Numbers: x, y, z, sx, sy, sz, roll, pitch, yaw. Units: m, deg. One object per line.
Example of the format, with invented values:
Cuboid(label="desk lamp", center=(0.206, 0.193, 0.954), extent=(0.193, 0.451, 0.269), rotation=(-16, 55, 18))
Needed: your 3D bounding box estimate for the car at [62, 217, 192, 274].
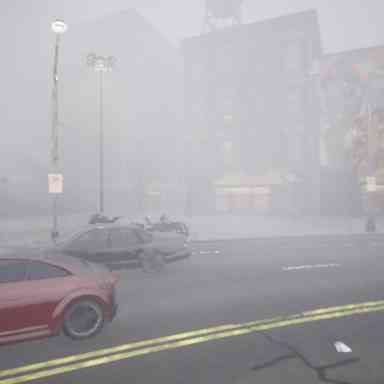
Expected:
Cuboid(label="car", center=(-2.689, 1.664, 9.724), extent=(5.357, 1.411, 2.033), rotation=(0, -1, -25))

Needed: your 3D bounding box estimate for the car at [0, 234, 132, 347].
Cuboid(label="car", center=(-3.344, 1.646, 5.369), extent=(4.181, 1.385, 1.994), rotation=(0, -1, -27))
